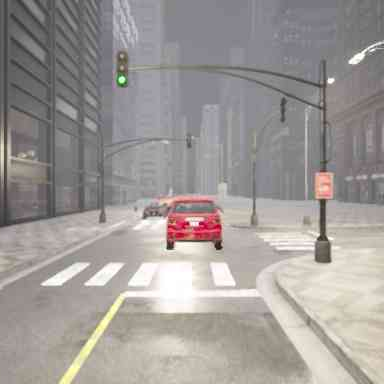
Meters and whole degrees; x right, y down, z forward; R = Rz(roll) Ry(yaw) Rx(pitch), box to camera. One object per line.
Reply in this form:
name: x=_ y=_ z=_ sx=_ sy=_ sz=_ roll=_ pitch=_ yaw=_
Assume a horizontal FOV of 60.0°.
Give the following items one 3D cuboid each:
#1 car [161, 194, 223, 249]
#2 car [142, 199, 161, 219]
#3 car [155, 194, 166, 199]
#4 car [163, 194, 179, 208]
car: x=0.084 y=1.216 z=14.585 sx=2.150 sy=2.045 sz=5.566 roll=0 pitch=0 yaw=0
car: x=-3.111 y=1.599 z=29.102 sx=1.994 sy=1.385 sz=4.181 roll=0 pitch=0 yaw=0
car: x=-3.117 y=1.271 z=39.475 sx=2.150 sy=2.045 sz=5.566 roll=0 pitch=0 yaw=-1
car: x=-3.117 y=1.287 z=50.214 sx=2.150 sy=2.045 sz=5.566 roll=0 pitch=0 yaw=-1
